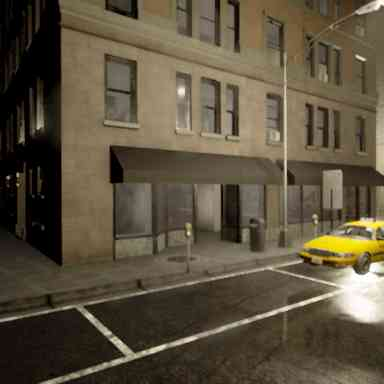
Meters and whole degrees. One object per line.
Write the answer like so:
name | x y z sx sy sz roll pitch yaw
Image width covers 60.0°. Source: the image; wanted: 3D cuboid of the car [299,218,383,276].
car | 5.307 1.511 10.310 4.829 1.417 1.752 0 0 -35
